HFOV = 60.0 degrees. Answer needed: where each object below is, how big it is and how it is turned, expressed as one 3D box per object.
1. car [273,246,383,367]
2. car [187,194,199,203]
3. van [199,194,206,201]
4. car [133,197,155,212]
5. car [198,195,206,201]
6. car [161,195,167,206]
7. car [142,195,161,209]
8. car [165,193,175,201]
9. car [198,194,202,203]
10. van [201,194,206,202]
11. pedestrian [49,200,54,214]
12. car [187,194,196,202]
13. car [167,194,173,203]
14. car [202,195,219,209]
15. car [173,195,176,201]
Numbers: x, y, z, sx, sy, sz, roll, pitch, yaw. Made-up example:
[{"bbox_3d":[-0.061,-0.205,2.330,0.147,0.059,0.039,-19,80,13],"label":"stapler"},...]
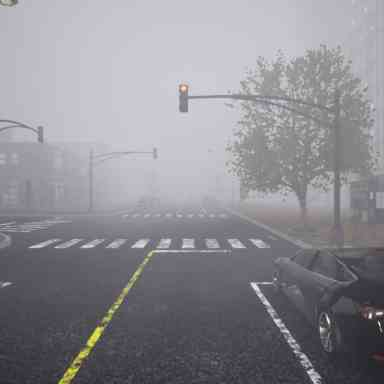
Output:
[{"bbox_3d":[2.689,1.566,5.778,1.947,1.339,4.313,0,0,0],"label":"car"},{"bbox_3d":[0.030,1.570,69.546,1.994,1.385,4.181,0,0,1],"label":"car"},{"bbox_3d":[2.621,1.349,82.664,1.690,1.788,3.998,0,0,0],"label":"van"},{"bbox_3d":[-5.721,1.585,38.246,1.802,1.307,4.206,0,0,0],"label":"car"},{"bbox_3d":[2.614,1.535,88.385,1.752,1.417,4.829,0,0,0],"label":"car"},{"bbox_3d":[-5.736,1.555,54.899,2.008,1.369,4.403,0,0,0],"label":"car"},{"bbox_3d":[-5.725,1.318,43.797,2.192,1.841,5.009,0,0,0],"label":"car"},{"bbox_3d":[-5.766,1.324,88.205,2.192,1.841,5.009,0,0,0],"label":"car"},{"bbox_3d":[2.639,1.556,60.460,2.008,1.369,4.403,0,0,0],"label":"car"},{"bbox_3d":[2.650,1.345,49.359,1.690,1.788,3.998,0,0,0],"label":"van"},{"bbox_3d":[-12.776,1.319,30.243,0.375,1.300,0.375,0,-1,-1],"label":"pedestrian"},{"bbox_3d":[-0.070,1.363,79.465,2.097,1.767,4.553,0,0,0],"label":"car"},{"bbox_3d":[-5.751,1.532,71.382,1.752,1.417,4.829,0,0,0],"label":"car"},{"bbox_3d":[2.654,1.529,43.977,1.752,1.417,4.829,0,0,0],"label":"car"},{"bbox_3d":[-5.761,1.559,82.654,2.008,1.369,4.403,0,0,0],"label":"car"}]
